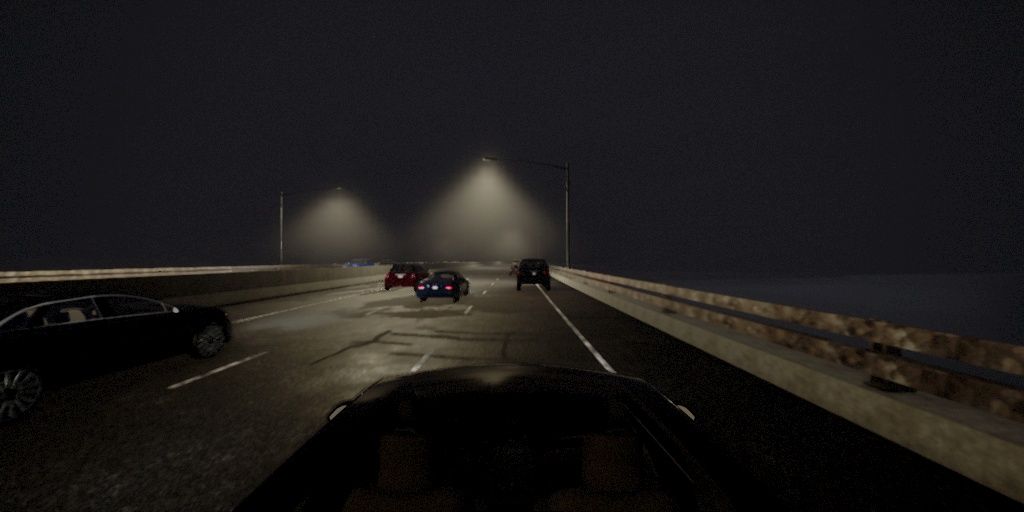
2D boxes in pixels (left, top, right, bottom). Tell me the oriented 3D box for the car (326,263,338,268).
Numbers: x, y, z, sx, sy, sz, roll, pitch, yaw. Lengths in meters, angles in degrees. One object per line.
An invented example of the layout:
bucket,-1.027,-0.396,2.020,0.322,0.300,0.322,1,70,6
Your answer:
car,-23.904,1.693,49.653,2.128,1.511,4.902,0,-1,2

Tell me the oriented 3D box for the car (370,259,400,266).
car,-16.915,1.420,49.347,2.150,2.045,5.566,0,-1,2

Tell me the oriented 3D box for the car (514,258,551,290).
car,1.371,1.180,24.408,2.150,2.045,5.566,0,-1,1

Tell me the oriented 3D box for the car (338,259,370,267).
car,-20.452,1.407,48.080,2.150,2.045,5.566,0,-1,2

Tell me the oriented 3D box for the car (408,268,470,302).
car,-3.323,1.443,18.050,2.033,1.411,5.357,0,-1,1

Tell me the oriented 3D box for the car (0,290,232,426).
car,-6.890,1.274,5.666,2.128,1.511,4.902,0,0,0

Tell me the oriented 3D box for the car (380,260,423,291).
car,-6.753,1.301,23.864,2.097,1.767,4.553,0,-1,1

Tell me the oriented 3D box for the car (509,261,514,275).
car,0.589,1.715,45.980,2.033,1.411,5.357,0,-1,2
